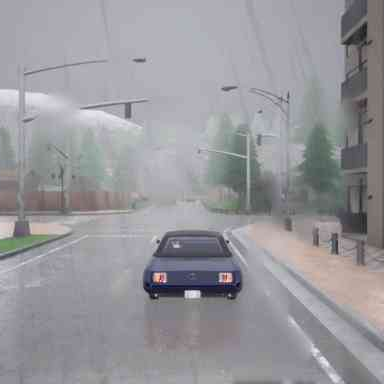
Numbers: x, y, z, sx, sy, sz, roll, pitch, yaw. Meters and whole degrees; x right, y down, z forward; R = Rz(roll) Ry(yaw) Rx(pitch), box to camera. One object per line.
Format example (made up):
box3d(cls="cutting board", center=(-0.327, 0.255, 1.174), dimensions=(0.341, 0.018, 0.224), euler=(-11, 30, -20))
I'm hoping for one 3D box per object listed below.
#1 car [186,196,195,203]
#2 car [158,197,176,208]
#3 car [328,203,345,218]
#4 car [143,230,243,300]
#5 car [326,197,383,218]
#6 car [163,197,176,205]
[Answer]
box3d(cls="car", center=(-0.323, 1.546, 68.208), dimensions=(2.033, 1.411, 5.357), euler=(0, 0, 0))
box3d(cls="car", center=(-3.803, 1.546, 47.874), dimensions=(2.033, 1.411, 5.357), euler=(0, 0, 0))
box3d(cls="car", center=(13.818, 1.492, 26.153), dimensions=(5.008, 1.535, 1.882), euler=(0, 0, -1))
box3d(cls="car", center=(0.024, 1.601, 8.356), dimensions=(1.895, 1.301, 4.718), euler=(0, 0, 0))
box3d(cls="car", center=(14.701, 1.366, 29.874), dimensions=(4.553, 1.767, 2.097), euler=(0, 0, -1))
box3d(cls="car", center=(-3.831, 1.562, 57.863), dimensions=(1.994, 1.385, 4.181), euler=(0, 0, 1))
